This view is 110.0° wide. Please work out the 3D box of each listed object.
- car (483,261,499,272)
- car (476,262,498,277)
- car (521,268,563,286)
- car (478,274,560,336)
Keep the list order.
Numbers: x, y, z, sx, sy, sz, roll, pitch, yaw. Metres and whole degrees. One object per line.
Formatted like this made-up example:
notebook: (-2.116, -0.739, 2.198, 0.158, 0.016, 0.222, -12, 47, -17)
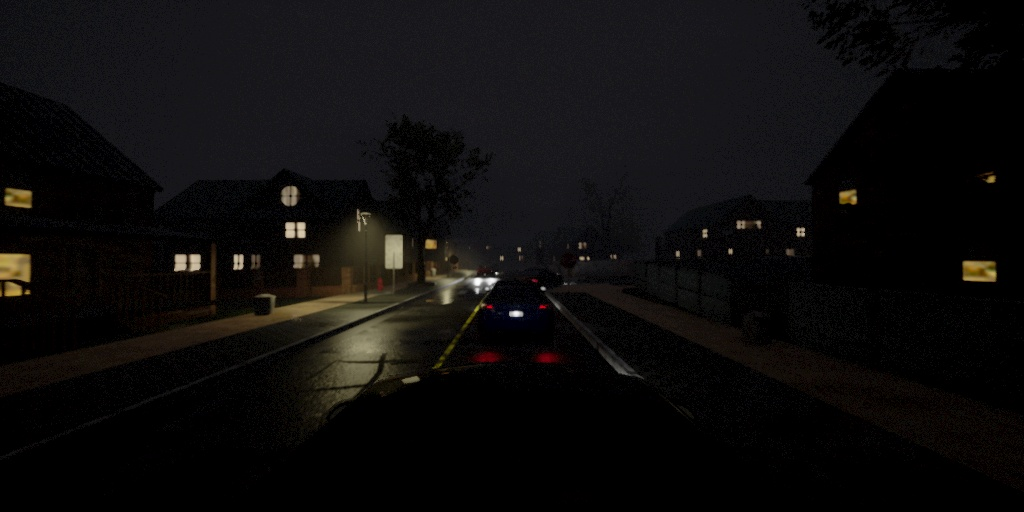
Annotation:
car: (-2.931, 1.712, 54.188, 2.033, 1.411, 5.357, 0, 0, -1)
car: (-2.861, 1.656, 39.913, 1.895, 1.301, 4.718, 0, 0, 0)
car: (1.776, 1.454, 23.306, 2.033, 1.411, 5.357, -2, 0, 24)
car: (0.098, 1.389, 10.662, 1.994, 1.385, 4.181, 0, -1, 0)
